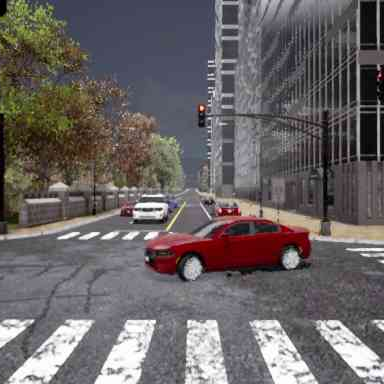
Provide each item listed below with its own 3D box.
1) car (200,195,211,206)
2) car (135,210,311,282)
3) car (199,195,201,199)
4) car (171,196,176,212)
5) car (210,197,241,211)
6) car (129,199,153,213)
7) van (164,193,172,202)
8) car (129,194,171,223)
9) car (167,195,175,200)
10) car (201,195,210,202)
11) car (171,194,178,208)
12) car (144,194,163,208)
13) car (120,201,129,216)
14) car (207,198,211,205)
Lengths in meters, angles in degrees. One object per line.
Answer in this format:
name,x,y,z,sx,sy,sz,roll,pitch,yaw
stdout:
car,2.805,1.524,54.447,1.947,1.339,4.313,0,0,0
car,1.113,1.469,9.718,5.008,1.535,1.882,0,-1,-23
car,2.817,1.390,60.128,1.967,1.590,4.097,0,0,0
car,-3.024,1.501,35.675,1.812,1.442,4.674,0,0,0
car,2.746,1.422,26.042,1.967,1.590,4.097,0,0,0
car,-5.612,1.525,37.420,2.008,1.369,4.403,0,0,0
van,-5.527,1.255,77.202,1.690,1.788,3.998,0,0,0
car,-3.050,1.204,25.521,2.150,2.045,5.566,0,0,0
car,-5.504,1.465,88.569,1.802,1.307,4.206,0,0,0
car,2.842,1.452,71.663,1.752,1.417,4.829,0,0,0
car,-2.994,1.320,45.885,2.097,1.767,4.553,0,0,0
car,-5.587,1.280,48.786,2.192,1.841,5.009,0,0,0
car,-5.624,1.523,31.737,1.887,1.381,4.507,0,0,0
car,2.757,1.544,31.722,1.947,1.339,4.313,0,0,0
